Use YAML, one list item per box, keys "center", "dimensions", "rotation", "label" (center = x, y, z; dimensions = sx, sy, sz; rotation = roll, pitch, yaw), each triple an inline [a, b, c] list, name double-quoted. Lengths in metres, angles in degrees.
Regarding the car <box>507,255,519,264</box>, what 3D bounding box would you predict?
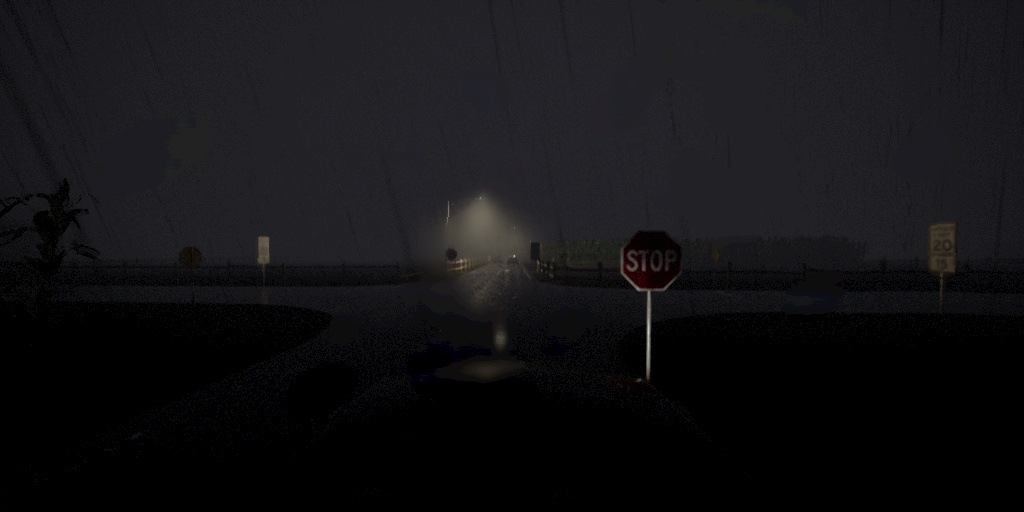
- center: [0.155, 0.781, 63.836]
  dimensions: [1.994, 1.385, 4.181]
  rotation: [0, 1, 0]
  label: "car"
